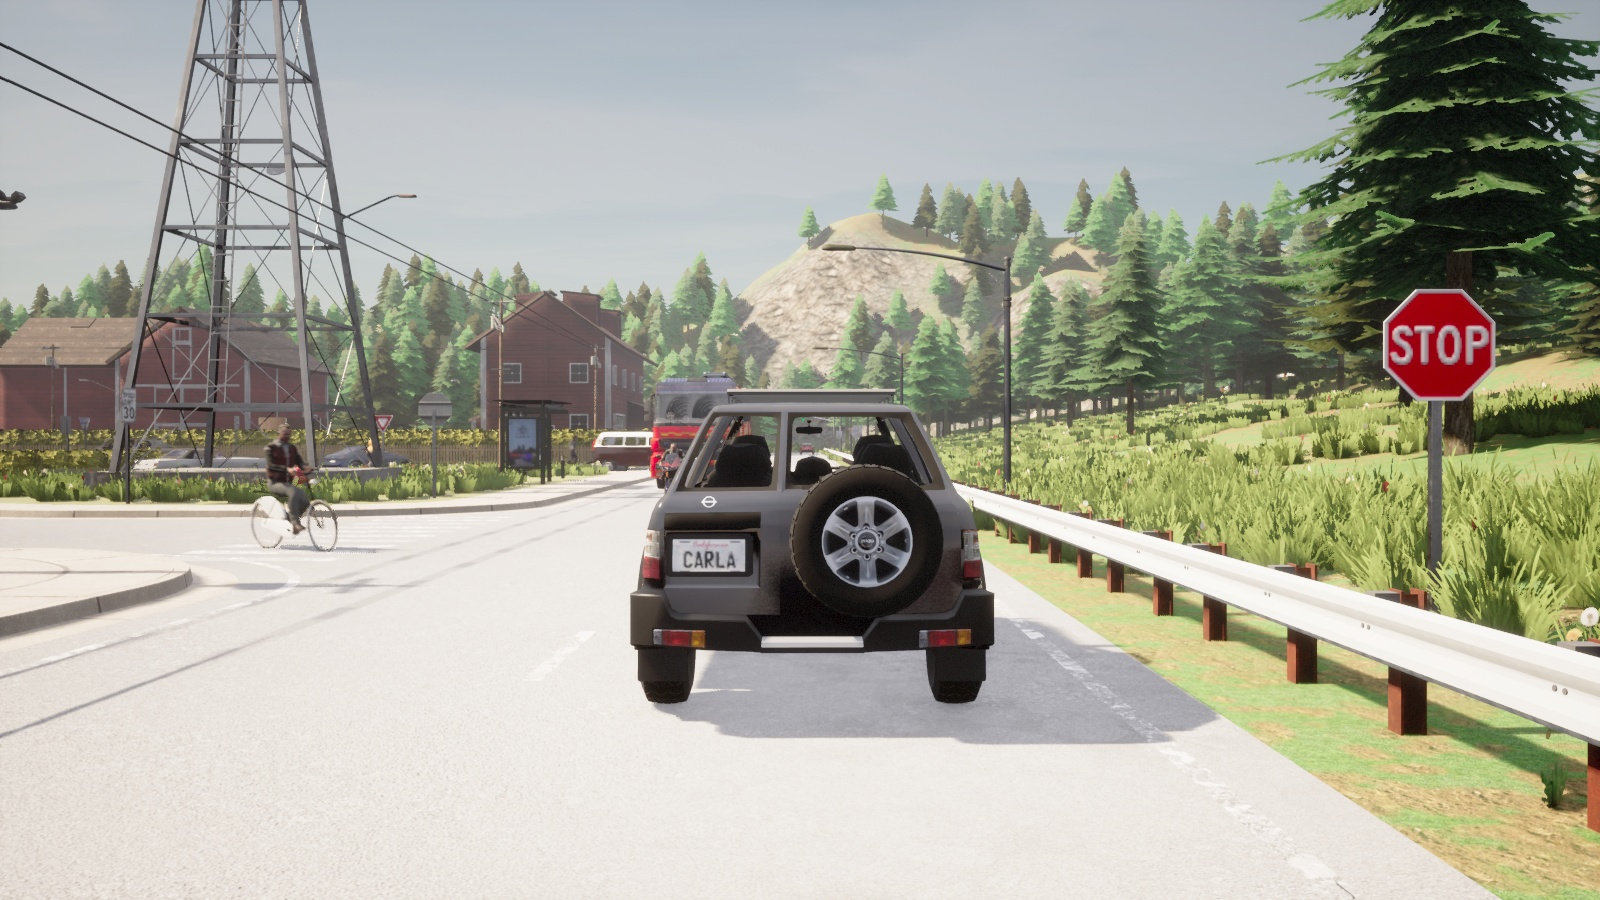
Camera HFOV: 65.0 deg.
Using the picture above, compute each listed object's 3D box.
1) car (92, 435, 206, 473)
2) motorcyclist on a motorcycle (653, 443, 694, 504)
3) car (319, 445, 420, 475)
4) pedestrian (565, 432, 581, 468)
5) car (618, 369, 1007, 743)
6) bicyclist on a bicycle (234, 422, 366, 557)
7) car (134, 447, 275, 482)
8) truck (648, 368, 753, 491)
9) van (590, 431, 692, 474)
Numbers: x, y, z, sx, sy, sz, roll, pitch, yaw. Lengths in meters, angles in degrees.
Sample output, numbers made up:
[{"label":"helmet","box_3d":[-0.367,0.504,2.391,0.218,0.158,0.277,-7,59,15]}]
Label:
[{"label":"car","box_3d":[-31.968,0.189,61.741,4.605,1.855,1.932,0,0,0]},{"label":"motorcyclist on a motorcycle","box_3d":[-3.301,0.593,32.944,0.866,1.530,2.191,0,0,0]},{"label":"car","box_3d":[-20.573,0.454,60.146,1.994,1.385,4.181,0,0,34]},{"label":"pedestrian","box_3d":[-12.459,0.002,68.959,0.788,1.949,0.423,0,0,4]},{"label":"car","box_3d":[0.065,0.515,8.547,1.932,1.855,4.605,0,0,0]},{"label":"bicyclist on a bicycle","box_3d":[-6.918,0.514,17.341,1.843,1.776,0.659,0,2,30]},{"label":"car","box_3d":[-23.583,0.546,49.885,1.895,1.301,4.718,0,0,35]},{"label":"truck","box_3d":[-3.243,-0.664,43.187,2.891,3.827,8.468,0,0,0]},{"label":"van","box_3d":[-7.682,0.123,60.808,4.480,2.038,2.069,0,0,16]}]
